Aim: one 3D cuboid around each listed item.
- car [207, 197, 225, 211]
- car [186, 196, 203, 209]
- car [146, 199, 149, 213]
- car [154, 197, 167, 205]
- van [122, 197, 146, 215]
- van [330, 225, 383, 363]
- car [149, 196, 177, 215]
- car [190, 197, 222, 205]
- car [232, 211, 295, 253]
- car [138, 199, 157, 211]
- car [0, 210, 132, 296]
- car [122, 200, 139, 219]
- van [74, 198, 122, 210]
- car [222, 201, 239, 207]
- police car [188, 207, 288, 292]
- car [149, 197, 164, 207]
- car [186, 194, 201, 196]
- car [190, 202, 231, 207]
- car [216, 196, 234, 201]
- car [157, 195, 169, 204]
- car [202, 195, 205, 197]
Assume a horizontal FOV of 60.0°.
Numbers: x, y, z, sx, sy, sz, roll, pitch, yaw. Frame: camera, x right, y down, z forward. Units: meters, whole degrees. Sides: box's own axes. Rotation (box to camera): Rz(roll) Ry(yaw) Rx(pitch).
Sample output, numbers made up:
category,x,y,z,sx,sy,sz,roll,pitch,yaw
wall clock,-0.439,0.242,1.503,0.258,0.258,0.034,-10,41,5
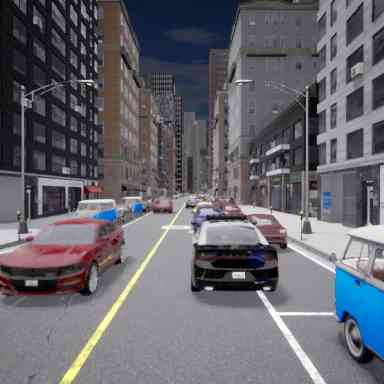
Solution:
category,x,y,z,sx,sy,sz,roll,pitch,yaw
car,2.959,1.444,41.814,1.967,1.590,4.097,0,0,0
car,0.132,1.569,45.938,1.994,1.385,4.181,0,0,0
car,-5.580,1.568,36.334,1.947,1.339,4.313,0,0,0
car,-5.526,1.592,58.339,1.802,1.307,4.206,0,0,0
van,-5.594,1.342,30.832,1.690,1.788,3.998,0,0,0
van,2.863,1.341,3.304,1.690,1.788,3.998,0,0,0
car,-2.915,1.479,34.406,1.882,1.535,5.008,0,0,0
car,0.961,1.456,25.178,1.801,1.575,5.366,0,0,0
car,2.891,1.582,14.307,1.802,1.307,4.206,0,0,0
car,-5.566,1.585,41.835,1.802,1.307,4.206,0,0,0
car,-3.080,1.477,8.895,1.882,1.535,5.008,0,0,0
car,-5.608,1.551,25.331,2.008,1.369,4.403,0,0,0
van,-5.622,1.341,19.831,1.690,1.788,3.998,0,0,0
car,2.918,1.582,25.309,1.802,1.307,4.206,0,0,0
police car,0.922,1.425,9.097,1.930,1.638,5.238,0,0,0
car,-5.539,1.573,52.838,1.947,1.339,4.313,0,0,0
car,0.147,1.536,59.331,1.812,1.442,4.674,0,0,0
car,0.946,1.526,18.987,1.812,1.442,4.674,0,0,0
car,2.931,1.316,30.811,2.192,1.841,5.009,0,0,0
car,-5.512,1.453,63.841,1.967,1.590,4.097,0,0,0
car,2.986,1.558,52.817,2.008,1.369,4.403,0,0,0
